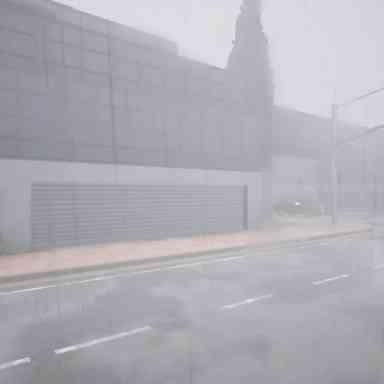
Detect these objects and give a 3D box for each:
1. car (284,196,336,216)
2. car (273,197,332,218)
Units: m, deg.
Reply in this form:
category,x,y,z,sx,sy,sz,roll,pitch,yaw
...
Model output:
category,x,y,z,sx,sy,sz,roll,pitch,yaw
car,11.785,1.352,33.407,2.097,1.767,4.553,0,0,-37
car,9.695,1.491,30.350,2.128,1.511,4.902,0,0,-37
